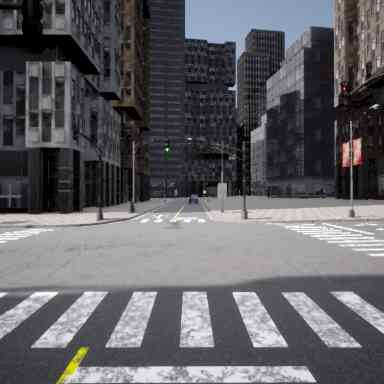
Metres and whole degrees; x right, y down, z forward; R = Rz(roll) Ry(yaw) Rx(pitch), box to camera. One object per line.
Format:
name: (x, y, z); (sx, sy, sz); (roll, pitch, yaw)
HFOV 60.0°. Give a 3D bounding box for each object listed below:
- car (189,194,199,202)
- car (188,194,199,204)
car: (0.384, 1.315, 73.368); (2.097, 1.767, 4.553); (0, 0, 1)
car: (0.290, 1.538, 62.944); (1.882, 1.535, 5.008); (0, 0, 1)
